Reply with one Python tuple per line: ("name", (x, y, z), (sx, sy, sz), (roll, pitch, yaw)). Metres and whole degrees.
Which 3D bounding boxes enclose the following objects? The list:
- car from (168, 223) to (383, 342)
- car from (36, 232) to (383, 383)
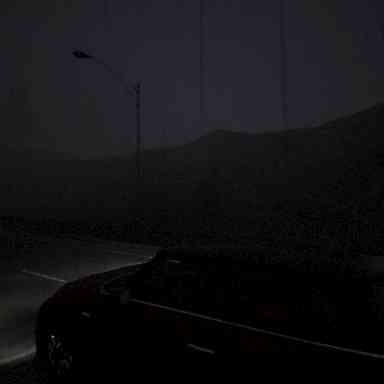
("car", (1.757, 1.557, 7.034), (4.181, 1.385, 1.994), (0, 0, 36))
("car", (0.210, 1.346, 3.839), (4.553, 1.767, 2.097), (0, 0, 36))
